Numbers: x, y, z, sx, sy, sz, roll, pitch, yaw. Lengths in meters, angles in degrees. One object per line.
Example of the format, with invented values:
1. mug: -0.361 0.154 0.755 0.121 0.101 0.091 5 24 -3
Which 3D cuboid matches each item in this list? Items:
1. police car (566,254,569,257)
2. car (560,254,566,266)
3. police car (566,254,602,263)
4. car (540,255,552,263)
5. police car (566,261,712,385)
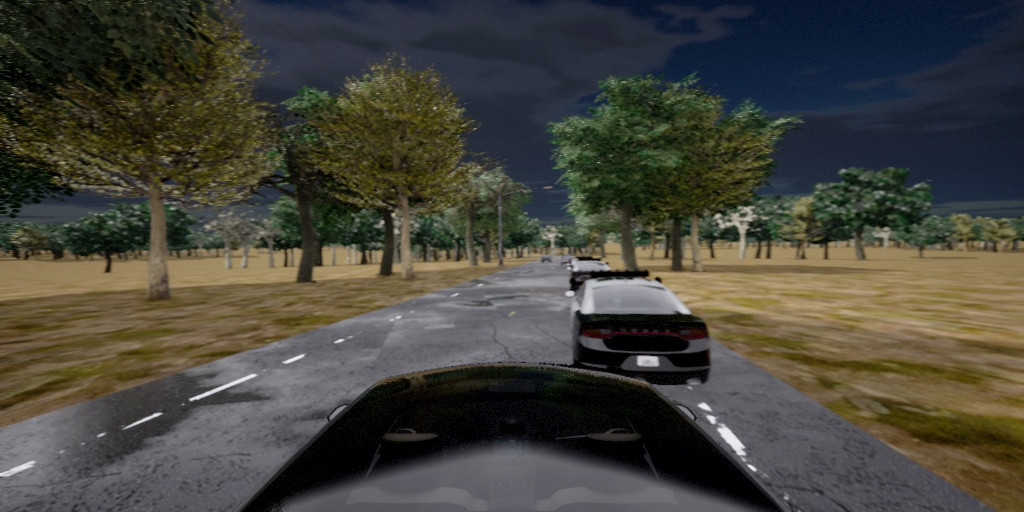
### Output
1. police car: 4.580 0.823 22.945 1.930 1.638 5.238 0 0 9
2. car: 7.694 0.590 49.635 2.033 1.411 5.357 -1 1 9
3. police car: 3.665 0.897 17.005 1.930 1.638 5.238 0 1 9
4. car: 5.984 0.477 61.943 2.033 1.411 5.357 -1 1 9
5. police car: 2.118 1.084 7.116 1.930 1.638 5.238 -1 1 9
